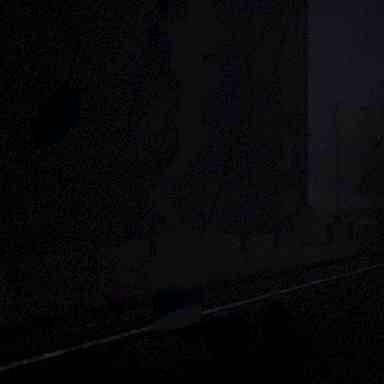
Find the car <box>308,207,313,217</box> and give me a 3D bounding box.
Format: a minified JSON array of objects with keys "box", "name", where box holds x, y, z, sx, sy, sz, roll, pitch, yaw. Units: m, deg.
[{"box":[8.516,1.477,29.894,2.128,1.511,4.902,0,0,-35],"name":"car"}]
